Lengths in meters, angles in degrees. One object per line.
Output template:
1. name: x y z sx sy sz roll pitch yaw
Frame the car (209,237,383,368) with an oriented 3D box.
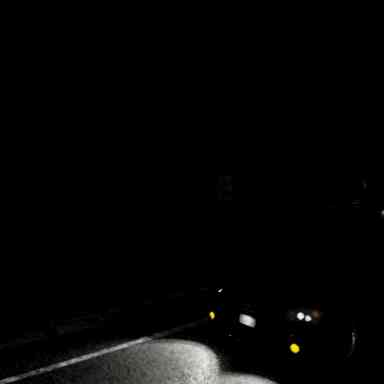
1. car: 2.281 1.530 5.777 4.181 1.385 1.994 -1 0 -40

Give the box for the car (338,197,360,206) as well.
1. car: 28.313 1.756 60.095 1.837 1.490 4.892 -5 -2 -7

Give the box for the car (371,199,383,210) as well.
1. car: 24.011 1.541 41.441 1.895 1.301 4.718 -4 -2 11
